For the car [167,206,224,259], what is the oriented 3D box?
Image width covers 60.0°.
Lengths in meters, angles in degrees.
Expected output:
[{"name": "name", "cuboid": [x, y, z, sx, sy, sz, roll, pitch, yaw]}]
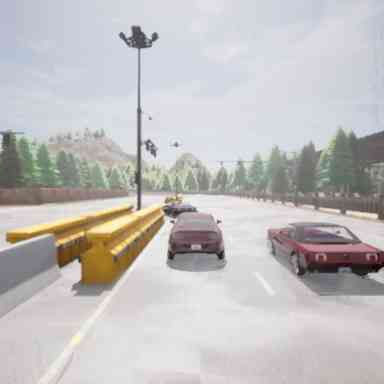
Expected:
[{"name": "car", "cuboid": [0.139, 1.471, 12.273, 1.812, 1.442, 4.674, 0, 0, 0]}]

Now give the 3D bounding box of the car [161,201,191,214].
[{"name": "car", "cuboid": [-1.352, 1.450, 29.001, 1.895, 1.301, 4.718, 0, 0, -22]}]

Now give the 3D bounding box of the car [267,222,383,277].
[{"name": "car", "cuboid": [3.628, 1.559, 10.079, 1.895, 1.301, 4.718, 0, 0, 0]}]
